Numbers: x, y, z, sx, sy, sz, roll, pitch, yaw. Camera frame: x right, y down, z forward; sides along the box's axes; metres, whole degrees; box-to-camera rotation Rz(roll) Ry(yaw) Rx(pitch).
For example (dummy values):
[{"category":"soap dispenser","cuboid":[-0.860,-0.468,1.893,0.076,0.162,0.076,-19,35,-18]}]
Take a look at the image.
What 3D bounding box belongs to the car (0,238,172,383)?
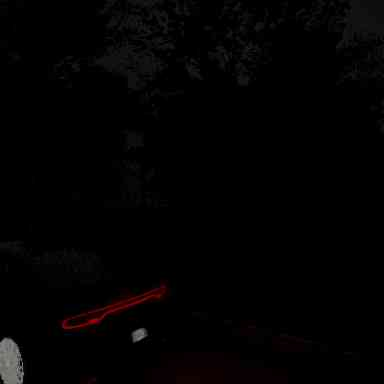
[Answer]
[{"category":"car","cuboid":[-2.614,1.479,5.243,5.008,1.535,1.882,0,0,36]}]
